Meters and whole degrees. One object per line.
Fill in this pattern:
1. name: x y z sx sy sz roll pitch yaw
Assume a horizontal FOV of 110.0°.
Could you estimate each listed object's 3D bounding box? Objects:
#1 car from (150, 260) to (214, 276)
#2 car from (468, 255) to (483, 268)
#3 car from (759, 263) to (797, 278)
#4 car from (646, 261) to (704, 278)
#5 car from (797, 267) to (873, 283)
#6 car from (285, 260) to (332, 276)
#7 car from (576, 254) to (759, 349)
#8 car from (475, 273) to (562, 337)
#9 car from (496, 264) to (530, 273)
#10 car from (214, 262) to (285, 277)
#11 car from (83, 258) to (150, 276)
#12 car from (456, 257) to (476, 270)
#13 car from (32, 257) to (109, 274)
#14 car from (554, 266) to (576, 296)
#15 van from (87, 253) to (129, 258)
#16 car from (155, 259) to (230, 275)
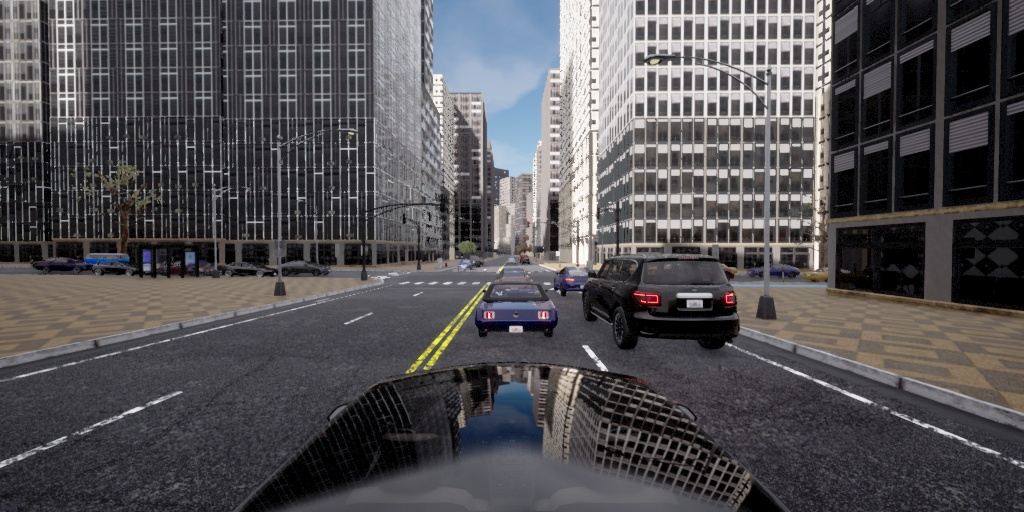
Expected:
1. car: -28.456 1.138 31.318 4.207 1.307 1.802 0 0 1
2. car: -6.656 0.925 61.209 2.150 2.045 5.566 0 0 0
3. car: 26.445 1.476 36.337 4.674 1.442 1.812 0 1 1
4. car: 16.473 1.341 36.493 5.008 1.535 1.882 1 1 1
5. car: 27.602 1.578 30.539 4.829 1.417 1.751 0 0 1
6. car: -19.545 1.119 33.844 4.674 1.442 1.812 0 1 0
7. car: 3.341 0.968 9.264 2.150 2.045 5.566 0 0 0
8. car: 0.090 1.347 10.224 1.895 1.301 4.718 0 0 0
9. car: 0.078 1.305 18.961 1.994 1.385 4.181 0 0 0
10. car: -22.772 1.174 31.193 4.313 1.339 1.948 0 0 1
11. car: -34.137 1.069 31.484 4.313 1.339 1.948 0 0 1
12. car: -6.657 1.241 51.247 1.812 1.442 4.674 0 0 -2
13. car: -42.032 0.989 34.280 4.718 1.301 1.895 1 1 1
14. car: 3.327 1.267 18.956 1.812 1.442 4.674 0 0 0
15. van: -45.340 0.605 40.129 3.998 1.789 1.690 0 0 1
16. car: -30.271 1.043 34.046 5.357 1.411 2.033 1 1 1
